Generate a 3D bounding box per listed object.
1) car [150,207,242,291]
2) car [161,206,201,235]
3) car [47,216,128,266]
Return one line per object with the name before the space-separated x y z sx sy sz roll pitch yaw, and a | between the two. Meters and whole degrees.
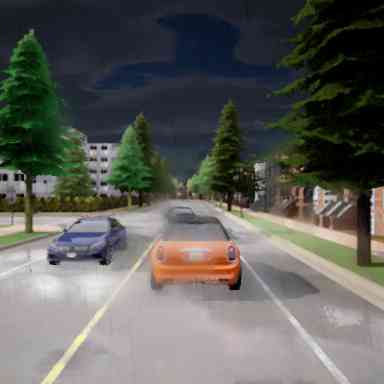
car | 0.093 1.447 9.441 2.097 1.767 4.553 0 -1 0
car | -0.849 1.724 21.627 1.837 1.490 4.892 0 0 -11
car | -3.564 1.649 12.220 1.812 1.442 4.674 0 -1 0
